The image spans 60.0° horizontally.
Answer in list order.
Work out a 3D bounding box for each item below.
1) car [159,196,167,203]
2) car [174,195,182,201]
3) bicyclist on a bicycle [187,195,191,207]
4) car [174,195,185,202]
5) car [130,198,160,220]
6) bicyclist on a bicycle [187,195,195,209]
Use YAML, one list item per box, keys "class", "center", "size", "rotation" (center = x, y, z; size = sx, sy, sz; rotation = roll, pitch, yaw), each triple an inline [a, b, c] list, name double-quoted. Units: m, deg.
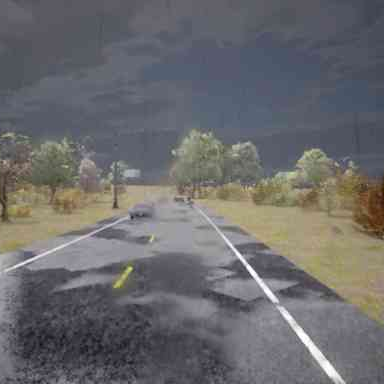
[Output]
- class: "car"
  center: [-6.066, 1.504, 69.961]
  size: [2.033, 1.411, 5.357]
  rotation: [0, 0, -4]
- class: "car"
  center: [-3.537, 1.433, 82.726]
  size: [1.895, 1.301, 4.718]
  rotation: [0, 0, -5]
- class: "bicyclist on a bicycle"
  center: [-0.476, 1.349, 51.965]
  size: [0.659, 1.776, 1.843]
  rotation: [0, 0, -3]
- class: "car"
  center: [-2.729, 1.481, 72.262]
  size: [1.812, 1.442, 4.674]
  rotation: [0, 0, -4]
- class: "car"
  center: [-4.047, 1.502, 28.032]
  size: [1.837, 1.490, 4.892]
  rotation: [0, 0, -2]
- class: "bicyclist on a bicycle"
  center: [-0.033, 1.421, 42.695]
  size: [0.866, 1.612, 1.509]
  rotation: [0, 0, -2]
